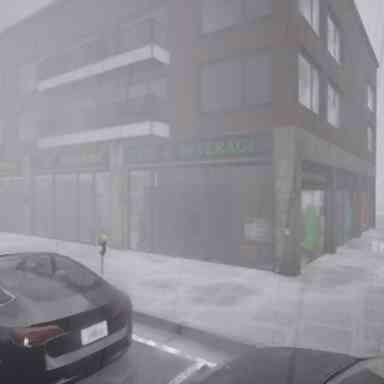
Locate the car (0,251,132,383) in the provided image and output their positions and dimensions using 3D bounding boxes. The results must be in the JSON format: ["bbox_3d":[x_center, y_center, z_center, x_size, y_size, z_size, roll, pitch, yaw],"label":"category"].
[{"bbox_3d":[-2.743,1.545,4.803,4.313,1.339,1.947,0,0,35],"label":"car"}]

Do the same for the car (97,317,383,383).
[{"bbox_3d":[1.812,1.554,1.555,4.403,1.369,2.008,0,0,35],"label":"car"}]
